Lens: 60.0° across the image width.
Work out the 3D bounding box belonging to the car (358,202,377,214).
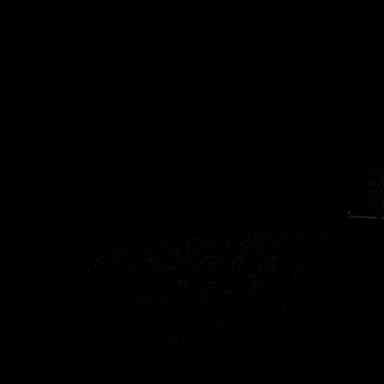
[{"bbox_3d":[19.350,1.760,37.764,1.887,1.381,4.507,0,0,-36],"label":"car"}]

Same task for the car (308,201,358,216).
[{"bbox_3d":[14.221,1.772,34.703,1.895,1.301,4.718,1,-1,-36],"label":"car"}]

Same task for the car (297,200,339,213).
[{"bbox_3d":[15.957,1.799,42.462,1.752,1.417,4.829,0,0,-36],"label":"car"}]
